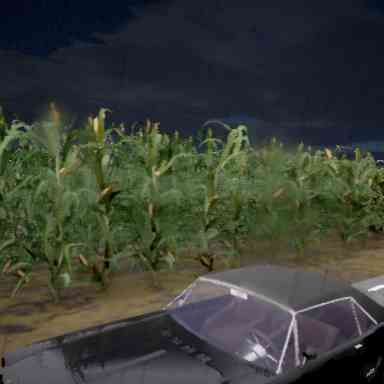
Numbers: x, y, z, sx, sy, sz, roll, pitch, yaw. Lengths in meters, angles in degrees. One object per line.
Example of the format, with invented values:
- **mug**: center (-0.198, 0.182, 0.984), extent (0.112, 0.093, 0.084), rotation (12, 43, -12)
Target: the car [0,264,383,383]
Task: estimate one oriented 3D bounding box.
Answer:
- **car**: center (0.591, 1.594, 3.485), extent (4.718, 1.301, 1.895), rotation (0, 0, -35)
